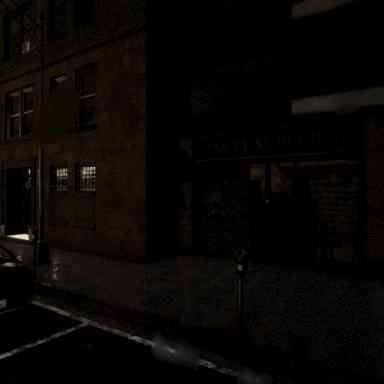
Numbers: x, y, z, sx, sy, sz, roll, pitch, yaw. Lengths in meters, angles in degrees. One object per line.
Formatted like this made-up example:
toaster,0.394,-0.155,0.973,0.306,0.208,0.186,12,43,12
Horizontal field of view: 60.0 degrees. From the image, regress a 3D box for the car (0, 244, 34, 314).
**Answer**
car,-4.827,1.551,6.510,4.403,1.369,2.008,0,0,35
